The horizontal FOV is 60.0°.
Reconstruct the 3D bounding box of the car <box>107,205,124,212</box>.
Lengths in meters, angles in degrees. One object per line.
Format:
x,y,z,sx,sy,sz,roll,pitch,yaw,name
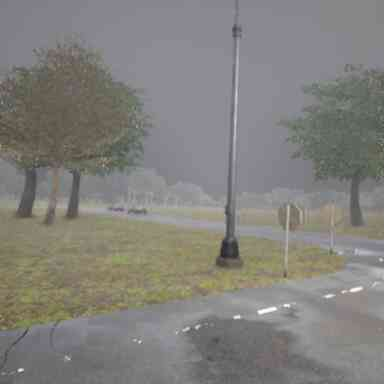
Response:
-14.456,3.051,62.874,1.895,1.301,4.718,4,-2,-34,car

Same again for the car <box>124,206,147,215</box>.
-8.885,2.954,54.532,1.812,1.442,4.674,4,-3,-34,car
